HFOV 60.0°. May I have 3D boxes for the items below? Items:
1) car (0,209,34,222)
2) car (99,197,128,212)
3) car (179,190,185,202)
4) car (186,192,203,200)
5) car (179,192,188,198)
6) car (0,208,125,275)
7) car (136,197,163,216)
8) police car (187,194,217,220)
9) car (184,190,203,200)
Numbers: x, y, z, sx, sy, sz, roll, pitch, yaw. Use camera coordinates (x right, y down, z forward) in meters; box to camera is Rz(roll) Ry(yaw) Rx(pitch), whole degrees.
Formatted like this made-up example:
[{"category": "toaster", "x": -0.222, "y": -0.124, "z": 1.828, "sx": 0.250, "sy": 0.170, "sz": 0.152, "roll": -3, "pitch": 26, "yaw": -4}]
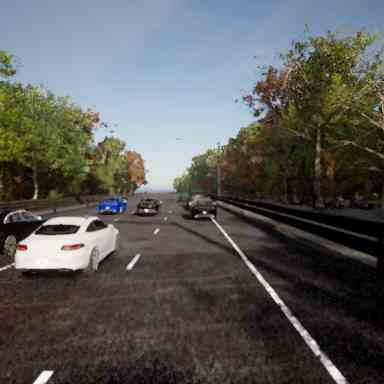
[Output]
[{"category": "car", "x": -6.974, "y": 1.365, "z": 12.514, "sx": 2.128, "sy": 1.511, "sz": 4.902, "roll": 0, "pitch": 1, "yaw": 0}, {"category": "car", "x": -7.248, "y": 1.186, "z": 30.902, "sx": 1.882, "sy": 1.535, "sz": 5.008, "roll": 0, "pitch": 0, "yaw": -1}, {"category": "car", "x": -1.201, "y": 0.717, "z": 60.035, "sx": 2.150, "sy": 2.045, "sz": 5.566, "roll": 0, "pitch": 0, "yaw": -2}, {"category": "car", "x": 0.612, "y": 1.127, "z": 35.467, "sx": 1.801, "sy": 1.575, "sz": 5.366, "roll": 0, "pitch": 0, "yaw": -1}, {"category": "car", "x": -2.038, "y": 0.719, "z": 78.331, "sx": 1.812, "sy": 1.442, "sz": 4.674, "roll": 0, "pitch": 0, "yaw": -3}, {"category": "car", "x": -3.449, "y": 1.424, "z": 9.936, "sx": 1.812, "sy": 1.442, "sz": 4.674, "roll": 0, "pitch": 1, "yaw": 0}, {"category": "car", "x": -3.712, "y": 1.227, "z": 29.228, "sx": 1.837, "sy": 1.490, "sz": 4.892, "roll": 0, "pitch": 0, "yaw": -1}, {"category": "police car", "x": 0.821, "y": 1.181, "z": 25.324, "sx": 1.930, "sy": 1.638, "sz": 5.238, "roll": 0, "pitch": 0, "yaw": -1}, {"category": "car", "x": 0.460, "y": 0.852, "z": 41.342, "sx": 2.150, "sy": 2.045, "sz": 5.566, "roll": 0, "pitch": 0, "yaw": -2}]
